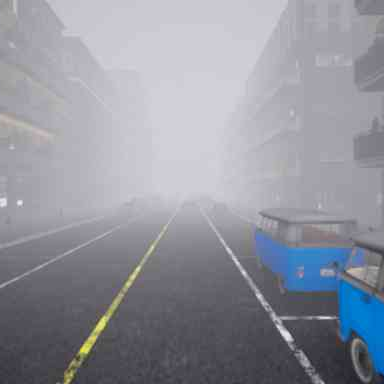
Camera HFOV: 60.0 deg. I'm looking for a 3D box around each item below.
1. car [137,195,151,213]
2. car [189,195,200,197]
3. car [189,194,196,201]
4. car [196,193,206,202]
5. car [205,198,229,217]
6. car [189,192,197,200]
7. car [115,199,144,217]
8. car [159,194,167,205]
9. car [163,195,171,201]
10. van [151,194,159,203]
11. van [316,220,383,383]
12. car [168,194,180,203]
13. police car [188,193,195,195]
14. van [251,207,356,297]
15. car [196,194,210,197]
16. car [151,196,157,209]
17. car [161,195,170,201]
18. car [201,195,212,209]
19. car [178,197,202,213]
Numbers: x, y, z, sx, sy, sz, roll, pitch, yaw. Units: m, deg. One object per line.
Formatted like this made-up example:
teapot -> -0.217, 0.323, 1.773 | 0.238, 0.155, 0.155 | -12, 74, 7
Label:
car -> -5.962, 1.430, 36.297 | 1.967, 1.590, 4.097 | -1, 0, 0
car -> -0.279, 1.530, 46.479 | 1.994, 1.385, 4.181 | 0, 0, -1
car -> 0.187, 1.395, 85.358 | 1.801, 1.575, 5.366 | 0, 0, 0
car -> 2.048, 1.256, 75.553 | 2.192, 1.841, 5.009 | -1, 0, 0
car -> 2.436, 1.552, 30.738 | 1.802, 1.307, 4.206 | -1, 0, 0
car -> 0.138, 1.161, 91.198 | 2.150, 2.045, 5.566 | 0, 0, 0
car -> -5.912, 1.576, 30.696 | 1.802, 1.307, 4.206 | -1, 0, 0
car -> -6.179, 1.290, 58.704 | 2.192, 1.841, 5.009 | -1, 0, 0
car -> -6.424, 1.540, 86.714 | 1.802, 1.307, 4.206 | -1, 0, 0
van -> -6.059, 1.323, 47.501 | 1.690, 1.788, 3.998 | -1, 0, 0
van -> 2.671, 1.332, 2.728 | 1.690, 1.788, 3.998 | -1, 0, 0
car -> -3.571, 1.291, 68.848 | 2.097, 1.767, 4.553 | 0, 0, 0
police car -> 0.171, 1.372, 75.284 | 1.930, 1.638, 5.238 | 0, 0, 0
van -> 2.623, 1.327, 8.330 | 1.690, 1.788, 3.998 | -1, 0, 0
car -> 2.239, 1.270, 53.146 | 2.192, 1.841, 5.009 | -1, 0, 0
car -> -6.008, 1.537, 41.899 | 2.008, 1.369, 4.403 | -1, 0, 0
car -> -6.376, 1.543, 81.112 | 1.802, 1.307, 4.206 | -1, 0, 0
car -> 2.337, 1.488, 42.112 | 1.752, 1.417, 4.829 | -1, 0, 0
car -> -0.198, 1.538, 36.146 | 1.994, 1.385, 4.181 | 0, 0, 0
